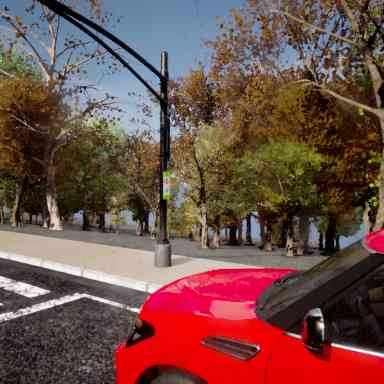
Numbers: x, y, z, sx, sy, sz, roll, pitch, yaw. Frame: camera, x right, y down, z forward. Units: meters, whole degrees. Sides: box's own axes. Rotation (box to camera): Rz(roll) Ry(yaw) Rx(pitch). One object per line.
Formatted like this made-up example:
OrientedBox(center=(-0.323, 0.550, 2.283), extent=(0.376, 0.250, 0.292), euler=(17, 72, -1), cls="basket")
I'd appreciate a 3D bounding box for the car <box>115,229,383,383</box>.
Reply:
OrientedBox(center=(1.976, 1.221, 2.304), extent=(5.566, 2.045, 2.150), euler=(0, 0, 34), cls="car")
